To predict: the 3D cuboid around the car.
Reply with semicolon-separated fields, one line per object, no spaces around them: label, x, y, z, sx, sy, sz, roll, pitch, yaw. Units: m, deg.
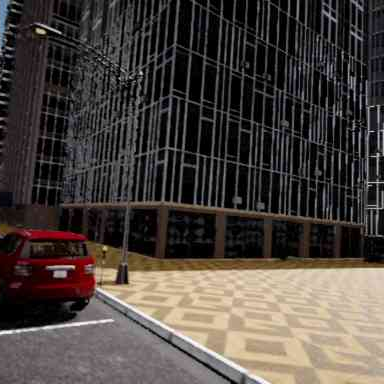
car;-4.251;1.952;9.120;2.192;1.841;5.009;8;-7;-35
